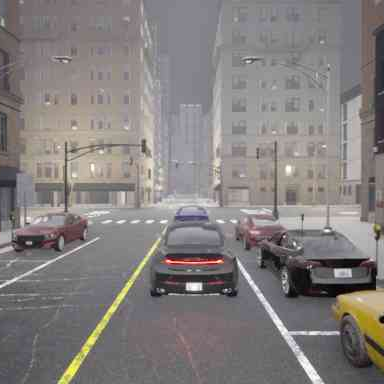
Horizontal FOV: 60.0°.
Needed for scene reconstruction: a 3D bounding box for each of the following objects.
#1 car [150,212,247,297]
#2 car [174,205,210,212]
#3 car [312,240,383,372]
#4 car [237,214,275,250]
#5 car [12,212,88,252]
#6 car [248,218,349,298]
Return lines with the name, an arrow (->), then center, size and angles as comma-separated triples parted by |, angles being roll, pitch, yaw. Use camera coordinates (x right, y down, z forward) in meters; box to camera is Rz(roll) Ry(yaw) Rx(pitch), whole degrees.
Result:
car -> 0.045, 1.503, 8.571 | 1.837, 1.490, 4.892 | 0, 0, 0
car -> -0.018, 1.474, 18.521 | 1.882, 1.535, 5.008 | 0, 0, 0
car -> 2.856, 1.525, 2.928 | 1.752, 1.417, 4.829 | -1, 0, 0
car -> 2.825, 1.579, 13.930 | 1.802, 1.307, 4.206 | -1, 0, 0
car -> -5.720, 1.542, 13.903 | 1.887, 1.381, 4.507 | -1, 0, 0
car -> 2.841, 1.564, 8.344 | 1.947, 1.339, 4.313 | -1, 0, 0
